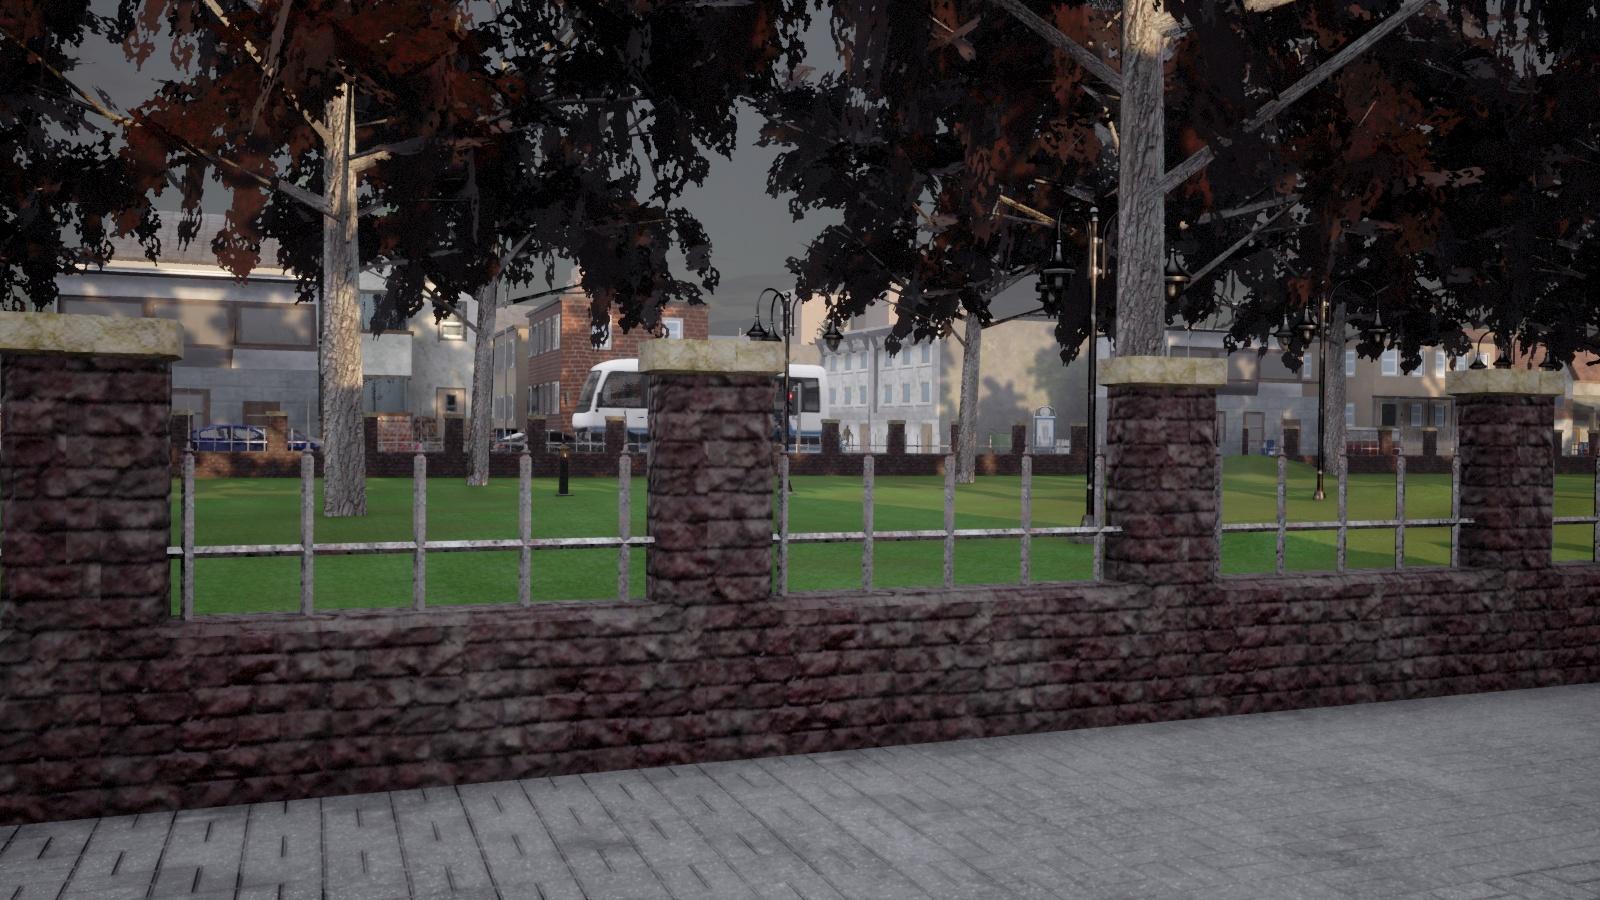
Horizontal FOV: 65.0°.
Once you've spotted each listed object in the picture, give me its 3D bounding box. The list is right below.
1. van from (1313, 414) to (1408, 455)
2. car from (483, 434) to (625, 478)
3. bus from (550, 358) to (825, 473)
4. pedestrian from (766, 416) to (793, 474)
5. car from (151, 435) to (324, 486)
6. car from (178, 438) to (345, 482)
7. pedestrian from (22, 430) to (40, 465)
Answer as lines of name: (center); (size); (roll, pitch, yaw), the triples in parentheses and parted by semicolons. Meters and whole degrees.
van: (28.271, -0.785, 63.343); (4.442, 1.987, 1.775); (-1, 1, -21)
car: (-8.734, 0.192, 44.624); (4.674, 1.442, 1.812); (-1, 1, -24)
bus: (-4.514, -1.344, 50.094); (10.273, 4.253, 3.944); (0, 1, -19)
pedestrian: (-0.682, -0.170, 42.078); (0.788, 1.949, 0.423); (-1, 1, -21)
car: (-18.238, 0.307, 40.900); (5.008, 1.535, 1.882); (-1, 1, -24)
car: (-19.183, 0.322, 44.945); (5.357, 1.411, 2.033); (-1, 1, -21)
pedestrian: (-40.938, -0.138, 66.861); (0.563, 1.883, 0.849); (-1, 1, -17)
